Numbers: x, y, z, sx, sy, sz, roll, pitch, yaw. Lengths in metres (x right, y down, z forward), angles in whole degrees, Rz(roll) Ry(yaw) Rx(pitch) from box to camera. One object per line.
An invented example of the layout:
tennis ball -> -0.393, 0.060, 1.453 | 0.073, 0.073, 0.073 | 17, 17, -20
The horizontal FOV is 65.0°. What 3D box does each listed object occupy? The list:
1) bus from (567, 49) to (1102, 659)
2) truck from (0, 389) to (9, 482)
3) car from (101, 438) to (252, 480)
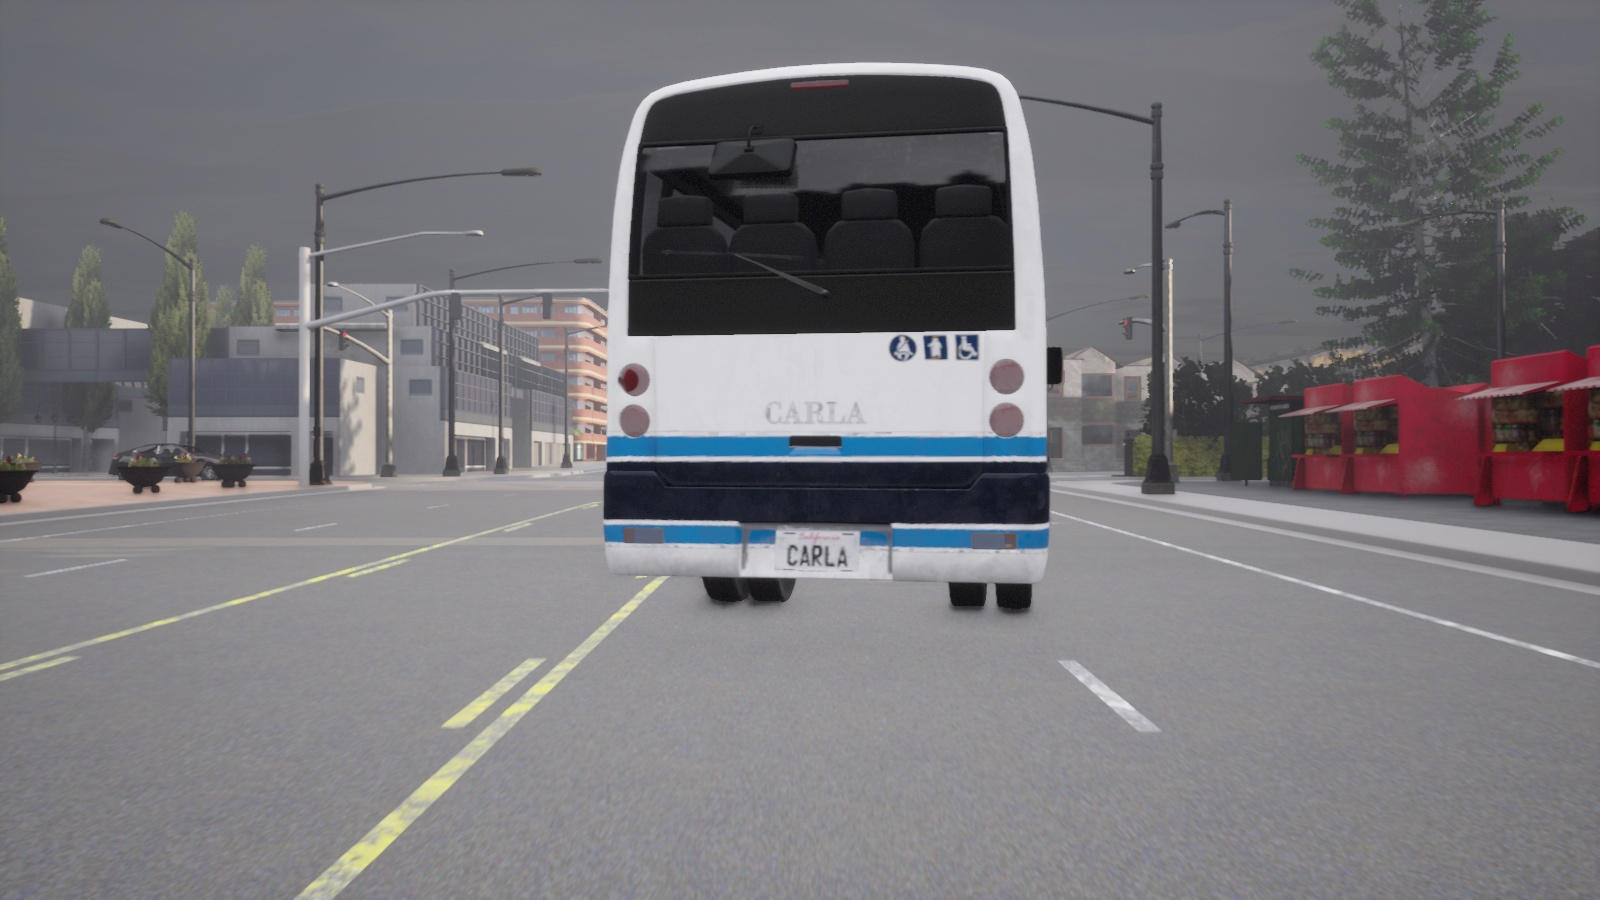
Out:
bus -> 1.162, -0.702, 14.188 | 3.944, 4.253, 10.273 | 0, 0, 11
truck -> -37.100, -0.593, 50.761 | 8.468, 3.827, 2.891 | 0, -1, 1
car -> -25.064, 0.359, 50.591 | 5.027, 1.651, 2.152 | 0, -1, 1
